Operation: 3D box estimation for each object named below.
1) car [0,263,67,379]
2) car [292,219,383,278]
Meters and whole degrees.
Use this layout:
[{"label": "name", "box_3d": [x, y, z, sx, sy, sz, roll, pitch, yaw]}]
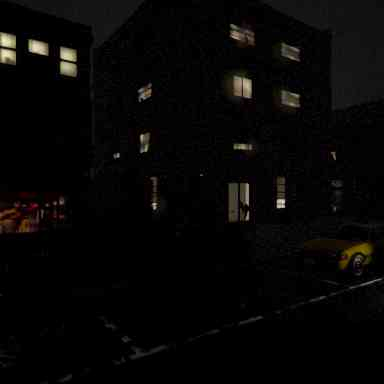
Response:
[{"label": "car", "box_3d": [-3.795, 1.551, 3.854, 4.403, 1.369, 2.008, 0, 0, -36]}, {"label": "car", "box_3d": [5.056, 1.526, 10.177, 4.829, 1.417, 1.752, 0, 0, -36]}]
